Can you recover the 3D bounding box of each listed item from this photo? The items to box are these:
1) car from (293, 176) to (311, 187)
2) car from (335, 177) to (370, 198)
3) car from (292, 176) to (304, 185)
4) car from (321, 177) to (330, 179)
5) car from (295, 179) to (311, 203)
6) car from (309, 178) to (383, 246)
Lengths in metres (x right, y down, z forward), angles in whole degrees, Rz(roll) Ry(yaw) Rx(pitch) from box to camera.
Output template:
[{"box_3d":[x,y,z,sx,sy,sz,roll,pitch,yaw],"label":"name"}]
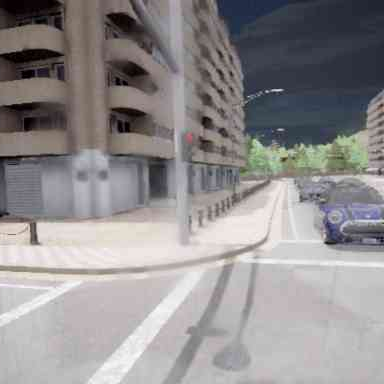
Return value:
[{"box_3d":[12.260,-0.741,36.035,1.837,1.490,4.892,-1,3,16],"label":"car"},{"box_3d":[13.682,-0.457,28.664,1.882,1.535,5.008,-1,3,16],"label":"car"},{"box_3d":[19.157,-2.160,60.065,1.837,1.490,4.892,-1,3,16],"label":"car"},{"box_3d":[19.385,-1.518,48.175,1.994,1.385,4.181,-1,3,16],"label":"car"},{"box_3d":[8.798,0.014,24.300,1.994,1.385,4.181,-1,3,16],"label":"car"},{"box_3d":[5.252,0.582,10.930,2.097,1.767,4.553,-1,3,15],"label":"car"}]
